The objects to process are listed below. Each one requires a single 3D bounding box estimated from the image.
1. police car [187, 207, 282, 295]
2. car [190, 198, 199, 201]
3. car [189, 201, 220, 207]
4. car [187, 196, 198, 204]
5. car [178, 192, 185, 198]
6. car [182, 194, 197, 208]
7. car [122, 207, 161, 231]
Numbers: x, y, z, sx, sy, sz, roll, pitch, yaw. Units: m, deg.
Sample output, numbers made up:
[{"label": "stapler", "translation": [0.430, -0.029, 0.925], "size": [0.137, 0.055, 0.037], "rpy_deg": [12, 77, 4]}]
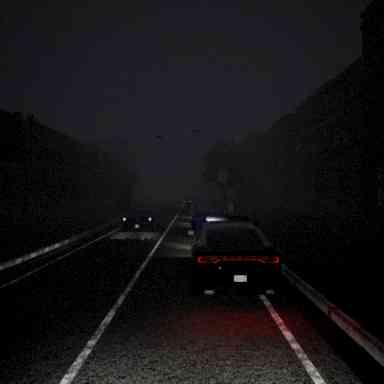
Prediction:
[{"label": "police car", "translation": [0.917, 1.426, 8.844], "size": [1.930, 1.638, 5.238], "rpy_deg": [0, 0, 0]}, {"label": "car", "translation": [0.946, 1.481, 24.735], "size": [1.882, 1.535, 5.008], "rpy_deg": [0, 0, 0]}, {"label": "car", "translation": [0.935, 1.480, 18.735], "size": [1.882, 1.535, 5.008], "rpy_deg": [0, 0, 0]}, {"label": "car", "translation": [0.110, 1.452, 59.604], "size": [1.895, 1.301, 4.718], "rpy_deg": [0, 1, 0]}, {"label": "car", "translation": [-2.828, 0.866, 93.518], "size": [2.097, 1.767, 4.553], "rpy_deg": [0, 0, 0]}, {"label": "car", "translation": [0.099, 1.447, 45.993], "size": [2.128, 1.511, 4.902], "rpy_deg": [0, 0, 0]}, {"label": "car", "translation": [-3.062, 1.603, 20.777], "size": [1.895, 1.301, 4.718], "rpy_deg": [0, 0, 0]}]
